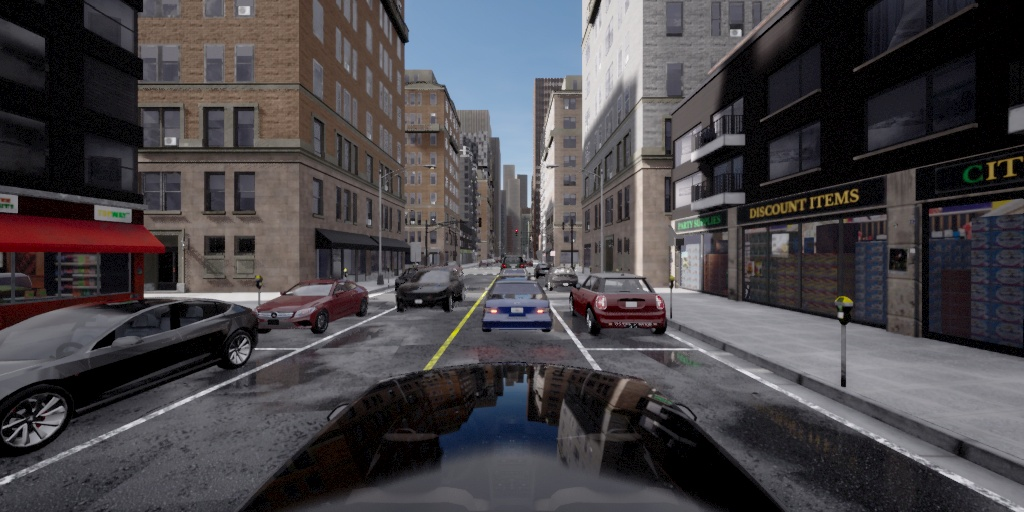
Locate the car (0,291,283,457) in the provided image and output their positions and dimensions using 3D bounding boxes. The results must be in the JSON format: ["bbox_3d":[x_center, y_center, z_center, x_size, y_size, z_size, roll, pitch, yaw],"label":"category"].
[{"bbox_3d":[-5.664,1.316,5.086,1.948,1.339,4.313,0,0,0],"label":"car"}]

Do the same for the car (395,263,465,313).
[{"bbox_3d":[-3.067,1.227,14.304,1.882,1.535,5.008,0,0,0],"label":"car"}]

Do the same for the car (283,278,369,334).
[{"bbox_3d":[-5.648,1.332,10.587,1.802,1.307,4.207,0,0,0],"label":"car"}]

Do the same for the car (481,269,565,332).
[{"bbox_3d":[0.123,1.297,10.780,2.033,1.411,5.357,0,0,0],"label":"car"}]

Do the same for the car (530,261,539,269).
[{"bbox_3d":[2.936,1.319,32.569,1.948,1.339,4.313,0,0,0],"label":"car"}]

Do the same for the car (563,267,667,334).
[{"bbox_3d":[2.877,1.189,10.564,1.967,1.591,4.097,0,0,0],"label":"car"}]

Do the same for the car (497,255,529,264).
[{"bbox_3d":[0.086,0.974,31.317,2.150,2.045,5.566,0,0,0],"label":"car"}]

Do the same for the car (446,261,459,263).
[{"bbox_3d":[-5.589,1.193,32.592,1.967,1.591,4.097,0,0,0],"label":"car"}]

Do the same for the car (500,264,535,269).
[{"bbox_3d":[0.149,1.352,21.285,1.895,1.301,4.718,0,0,0],"label":"car"}]

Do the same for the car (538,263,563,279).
[{"bbox_3d":[2.906,1.301,21.566,2.007,1.370,4.403,0,0,0],"label":"car"}]
